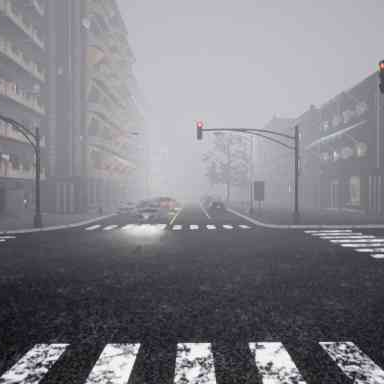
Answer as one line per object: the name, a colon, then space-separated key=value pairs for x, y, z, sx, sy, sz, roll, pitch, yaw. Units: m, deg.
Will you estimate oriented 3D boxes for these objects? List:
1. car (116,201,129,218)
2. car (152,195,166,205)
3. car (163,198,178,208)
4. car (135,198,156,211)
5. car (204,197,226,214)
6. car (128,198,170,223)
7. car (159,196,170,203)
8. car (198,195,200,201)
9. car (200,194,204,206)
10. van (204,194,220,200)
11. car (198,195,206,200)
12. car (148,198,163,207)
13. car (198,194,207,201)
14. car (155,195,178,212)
car: x=-5.698 y=1.542 z=30.205 sx=2.008 sy=1.369 sz=4.403 roll=0 pitch=0 yaw=0
car: x=-5.703 y=1.417 z=57.872 sx=1.967 sy=1.590 sz=4.097 roll=0 pitch=0 yaw=0
car: x=-3.082 y=1.547 z=48.592 sx=1.994 sy=1.385 sz=4.181 roll=0 pitch=0 yaw=0
car: x=-5.699 y=1.531 z=41.271 sx=1.887 sy=1.381 sz=4.507 roll=0 pitch=0 yaw=0
car: x=2.682 y=1.555 z=35.732 sx=1.947 sy=1.339 sz=4.313 roll=0 pitch=0 yaw=0
car: x=-3.141 y=1.485 z=25.435 sx=2.128 sy=1.511 sz=4.902 roll=0 pitch=0 yaw=1
car: x=-5.704 y=1.551 z=68.939 sx=1.802 sy=1.307 sz=4.206 roll=0 pitch=0 yaw=0
car: x=2.673 y=1.280 z=74.467 sx=2.192 sy=1.841 sz=5.009 roll=0 pitch=0 yaw=0
car: x=2.678 y=1.420 z=52.333 sx=1.967 sy=1.590 sz=4.097 roll=0 pitch=0 yaw=0
van: x=2.679 y=1.327 z=41.265 sx=1.690 sy=1.788 sz=3.998 roll=0 pitch=0 yaw=0
car: x=2.673 y=1.496 z=91.067 sx=1.887 sy=1.381 sz=4.507 roll=0 pitch=0 yaw=0
car: x=-5.701 y=1.562 z=52.339 sx=1.802 sy=1.307 sz=4.206 roll=0 pitch=0 yaw=0
car: x=2.672 y=1.396 z=85.533 sx=1.967 sy=1.590 sz=4.097 roll=0 pitch=0 yaw=0
car: x=-3.091 y=1.339 z=38.121 sx=2.097 sy=1.767 sz=4.553 roll=0 pitch=0 yaw=0
